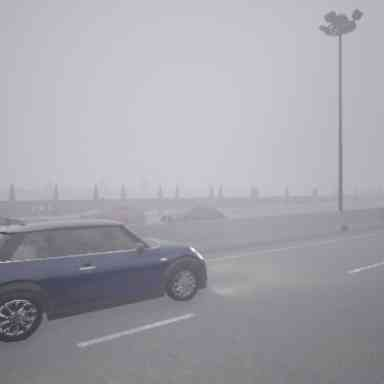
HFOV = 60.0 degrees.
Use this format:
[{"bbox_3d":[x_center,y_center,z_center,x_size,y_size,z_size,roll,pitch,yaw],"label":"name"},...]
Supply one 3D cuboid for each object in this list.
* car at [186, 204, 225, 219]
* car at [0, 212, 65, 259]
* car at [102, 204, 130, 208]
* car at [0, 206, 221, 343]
[{"bbox_3d":[0.090,1.494,21.252,4.181,1.385,1.994,0,0,-35],"label":"car"},{"bbox_3d":[-7.457,1.543,11.570,5.357,1.411,2.033,0,0,-35],"label":"car"},{"bbox_3d":[-5.154,1.515,21.811,4.181,1.385,1.994,0,0,-35],"label":"car"},{"bbox_3d":[-1.889,1.338,6.696,4.553,1.767,2.097,0,0,-36],"label":"car"}]
